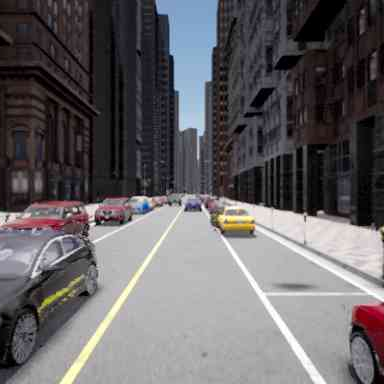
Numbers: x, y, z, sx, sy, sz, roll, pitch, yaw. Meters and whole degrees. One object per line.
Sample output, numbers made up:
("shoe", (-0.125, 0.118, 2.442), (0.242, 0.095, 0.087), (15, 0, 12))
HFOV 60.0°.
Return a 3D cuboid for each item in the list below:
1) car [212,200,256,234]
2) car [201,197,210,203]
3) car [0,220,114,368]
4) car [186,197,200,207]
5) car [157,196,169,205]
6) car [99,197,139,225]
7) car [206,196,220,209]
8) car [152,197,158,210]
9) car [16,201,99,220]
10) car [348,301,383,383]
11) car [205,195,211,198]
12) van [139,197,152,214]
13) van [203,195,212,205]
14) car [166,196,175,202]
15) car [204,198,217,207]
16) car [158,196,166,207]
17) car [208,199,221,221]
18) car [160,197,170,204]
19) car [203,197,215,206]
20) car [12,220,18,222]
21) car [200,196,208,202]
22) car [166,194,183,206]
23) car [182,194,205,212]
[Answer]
("car", (2.406, 1.492, 19.212), (1.801, 1.575, 5.366), (0, 0, 0))
("car", (2.979, 1.750, 75.191), (1.802, 1.307, 4.206), (0, 0, 0))
("car", (-3.083, 1.503, 5.832), (2.128, 1.511, 4.902), (0, 0, 0))
("car", (0.155, 1.607, 54.412), (2.128, 1.511, 4.902), (0, 0, 0))
("car", (-5.577, 1.581, 63.996), (1.967, 1.590, 4.097), (0, 0, 0))
("car", (-5.688, 1.363, 24.784), (2.192, 1.841, 5.009), (0, 0, 0))
("car", (2.868, 1.511, 35.977), (1.967, 1.590, 4.097), (0, 0, 0))
("car", (-5.642, 1.610, 41.418), (1.752, 1.417, 4.829), (0, 0, 0))
("car", (-5.720, 1.341, 13.581), (2.192, 1.841, 5.009), (0, 0, 0))
("car", (2.773, 1.549, 2.364), (1.887, 1.381, 4.507), (0, 0, 0))
("car", (2.900, 1.412, 47.181), (2.192, 1.841, 5.009), (0, 0, 0))
("van", (-5.657, 1.413, 35.987), (1.690, 1.788, 3.998), (0, 0, 0))
("van", (2.948, 1.480, 63.987), (1.690, 1.788, 3.998), (0, 0, 0))
("car", (-5.514, 1.750, 86.402), (2.008, 1.369, 4.403), (0, 0, 0))
("car", (2.915, 1.693, 52.782), (1.802, 1.307, 4.206), (0, 0, 0))
("car", (-5.609, 1.553, 52.792), (1.967, 1.590, 4.097), (0, 0, 0))
("car", (2.852, 1.609, 30.374), (2.008, 1.369, 4.403), (0, 0, 0))
("car", (-5.562, 1.737, 69.596), (1.802, 1.307, 4.206), (0, 0, 0))
("car", (2.932, 1.651, 58.554), (1.752, 1.417, 4.829), (0, 0, 0))
("car", (-5.737, 1.581, 7.978), (1.947, 1.339, 4.313), (0, 0, 0))
("car", (2.995, 1.765, 80.792), (1.802, 1.307, 4.206), (0, 0, 0))
("car", (-2.846, 1.349, 56.977), (2.150, 2.045, 5.566), (0, 0, 0))
("car", (0.154, 1.435, 41.178), (2.097, 1.767, 4.553), (0, 0, 1))
